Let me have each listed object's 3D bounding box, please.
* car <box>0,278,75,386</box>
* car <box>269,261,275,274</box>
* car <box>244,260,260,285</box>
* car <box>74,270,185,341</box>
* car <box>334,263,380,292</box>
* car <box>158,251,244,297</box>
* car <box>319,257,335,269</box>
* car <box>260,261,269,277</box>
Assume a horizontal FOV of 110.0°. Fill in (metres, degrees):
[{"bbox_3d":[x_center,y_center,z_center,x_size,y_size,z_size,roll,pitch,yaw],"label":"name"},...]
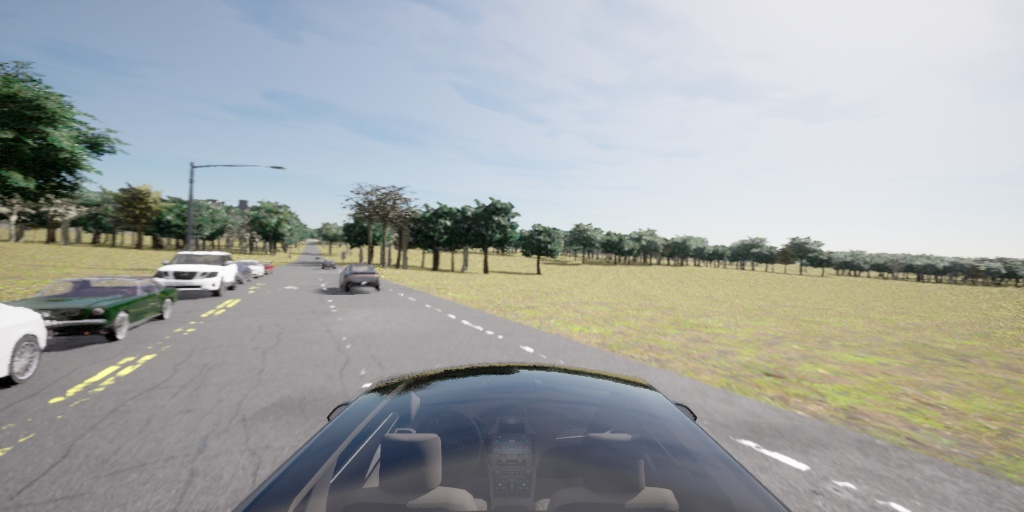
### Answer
[{"bbox_3d":[-7.173,1.109,3.645,1.812,1.442,4.674,2,-1,-30],"label":"car"},{"bbox_3d":[-24.266,1.135,34.564,1.895,1.301,4.718,2,-1,-26],"label":"car"},{"bbox_3d":[-18.436,1.088,23.677,2.033,1.411,5.357,2,-1,-29],"label":"car"},{"bbox_3d":[-10.045,1.173,8.741,1.895,1.301,4.718,2,-1,-30],"label":"car"},{"bbox_3d":[-9.068,1.249,21.261,2.128,1.511,4.902,2,-1,-29],"label":"car"},{"bbox_3d":[-14.645,0.778,16.942,2.150,2.045,5.566,2,-1,-29],"label":"car"},{"bbox_3d":[-28.518,1.223,55.762,2.128,1.511,4.902,2,-1,-29],"label":"car"},{"bbox_3d":[-21.455,1.060,29.222,1.812,1.442,4.674,2,-1,-28],"label":"car"}]
